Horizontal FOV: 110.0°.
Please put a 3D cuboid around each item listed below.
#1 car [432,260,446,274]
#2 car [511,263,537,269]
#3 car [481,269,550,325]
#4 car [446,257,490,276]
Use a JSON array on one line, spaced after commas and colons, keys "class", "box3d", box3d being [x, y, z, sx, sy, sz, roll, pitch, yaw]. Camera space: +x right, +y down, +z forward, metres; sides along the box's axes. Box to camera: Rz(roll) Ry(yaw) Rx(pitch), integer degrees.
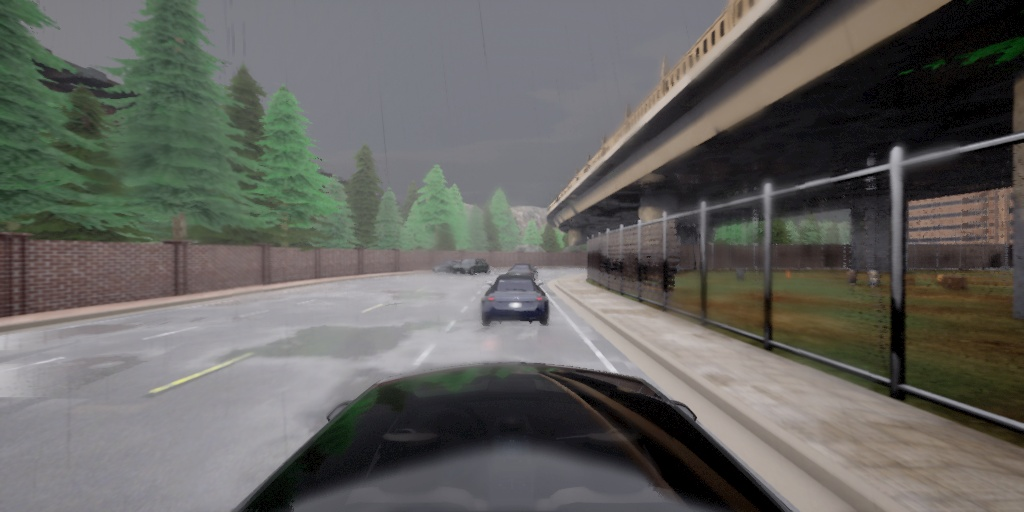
[{"class": "car", "box3d": [-6.490, 1.125, 38.054, 2.128, 1.511, 4.902, 0, 0, 27]}, {"class": "car", "box3d": [0.881, 1.233, 27.015, 1.994, 1.385, 4.181, 0, 0, 10]}, {"class": "car", "box3d": [0.100, 1.282, 11.627, 1.994, 1.385, 4.181, 0, 0, 0]}, {"class": "car", "box3d": [-3.996, 0.995, 35.133, 2.097, 1.767, 4.553, 0, 0, 25]}]
